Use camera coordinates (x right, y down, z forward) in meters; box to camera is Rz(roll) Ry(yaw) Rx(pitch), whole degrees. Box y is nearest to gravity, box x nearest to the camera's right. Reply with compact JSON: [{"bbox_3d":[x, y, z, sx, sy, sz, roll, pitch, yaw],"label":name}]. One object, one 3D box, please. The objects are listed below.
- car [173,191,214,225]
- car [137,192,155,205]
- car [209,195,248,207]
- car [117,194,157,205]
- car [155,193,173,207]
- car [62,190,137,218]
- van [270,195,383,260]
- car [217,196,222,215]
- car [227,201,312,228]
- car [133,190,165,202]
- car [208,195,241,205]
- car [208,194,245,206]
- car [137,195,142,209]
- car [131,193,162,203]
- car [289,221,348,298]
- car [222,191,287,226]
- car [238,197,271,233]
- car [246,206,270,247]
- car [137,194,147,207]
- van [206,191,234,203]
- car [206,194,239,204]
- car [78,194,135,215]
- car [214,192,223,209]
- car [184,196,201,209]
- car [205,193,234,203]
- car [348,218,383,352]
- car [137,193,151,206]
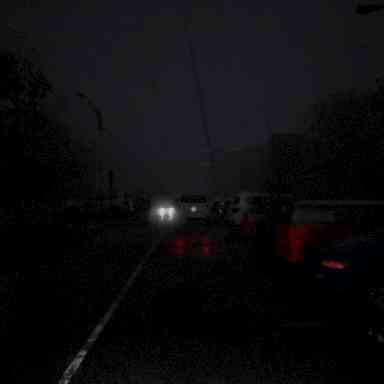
[{"bbox_3d":[0.101,1.045,22.548,2.150,2.045,5.566,0,1,0],"label":"car"},{"bbox_3d":[-7.684,1.126,44.855,4.892,1.521,2.231,0,0,0],"label":"car"},{"bbox_3d":[4.658,1.140,43.063,4.892,1.521,2.231,0,0,0],"label":"car"},{"bbox_3d":[-7.863,1.098,47.918,5.366,1.575,1.946,0,0,0],"label":"car"},{"bbox_3d":[-3.087,1.156,42.456,2.128,1.511,4.902,0,0,0],"label":"car"},{"bbox_3d":[-7.707,1.012,27.350,5.566,2.045,2.435,0,0,0],"label":"car"},{"bbox_3d":[4.767,1.178,9.538,4.442,1.987,1.878,0,0,0],"label":"van"},{"bbox_3d":[4.621,1.301,26.303,4.792,1.488,2.163,0,0,0],"label":"car"},{"bbox_3d":[4.680,1.345,20.714,4.792,1.488,2.163,0,0,0],"label":"car"},{"bbox_3d":[-7.649,0.683,59.568,5.566,2.045,2.435,0,1,0],"label":"car"},{"bbox_3d":[4.654,1.135,48.651,4.674,1.452,2.002,0,0,0],"label":"car"},{"bbox_3d":[4.646,1.117,45.981,4.892,1.521,2.231,0,0,0],"label":"car"},{"bbox_3d":[-7.676,1.258,33.104,4.674,1.452,2.002,0,0,0],"label":"car"},{"bbox_3d":[-7.682,1.005,56.630,5.008,1.535,2.097,0,1,0],"label":"car"},{"bbox_3d":[4.647,1.466,6.747,4.674,1.452,2.002,0,0,0],"label":"car"},{"bbox_3d":[4.678,1.086,17.920,5.566,2.045,2.435,0,0,0],"label":"car"},{"bbox_3d":[4.619,1.234,15.126,4.553,1.767,2.185,0,0,0],"label":"car"},{"bbox_3d":[4.678,1.411,12.336,4.792,1.488,2.163,0,0,0],"label":"car"},{"bbox_3d":[-7.675,1.234,36.166,4.674,1.452,2.002,0,0,0],"label":"car"},{"bbox_3d":[4.536,0.819,54.232,4.442,1.987,1.878,0,1,0],"label":"van"},{"bbox_3d":[4.659,1.074,51.441,4.892,1.521,2.231,0,1,0],"label":"car"},{"bbox_3d":[-7.647,1.115,30.164,4.553,1.767,2.185,0,0,0],"label":"car"},{"bbox_3d":[4.683,1.101,32.012,4.553,1.767,2.185,0,0,0],"label":"car"},{"bbox_3d":[0.102,1.237,41.215,1.994,1.385,4.181,0,0,0],"label":"car"},{"bbox_3d":[4.647,0.997,57.043,4.892,1.521,2.231,0,2,0],"label":"car"},{"bbox_3d":[4.680,1.322,3.953,4.553,1.767,2.185,0,0,0],"label":"car"},{"bbox_3d":[-7.707,1.200,39.105,4.792,1.488,2.163,0,0,0],"label":"car"}]
